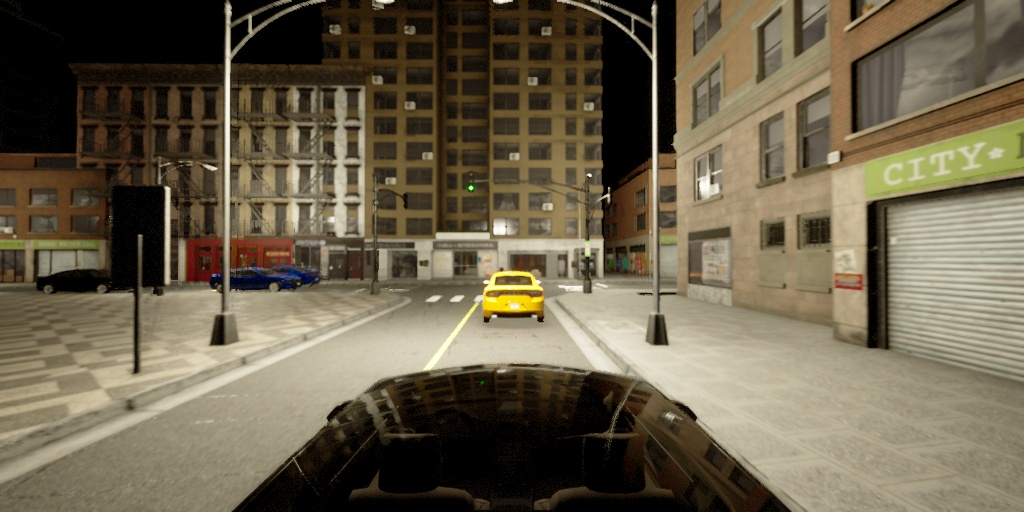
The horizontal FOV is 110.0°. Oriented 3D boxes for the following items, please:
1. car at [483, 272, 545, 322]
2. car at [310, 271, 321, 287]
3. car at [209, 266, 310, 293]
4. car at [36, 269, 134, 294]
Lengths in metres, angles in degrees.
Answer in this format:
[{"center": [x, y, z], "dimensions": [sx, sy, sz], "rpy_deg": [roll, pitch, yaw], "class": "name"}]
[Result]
[{"center": [0.012, 1.286, 12.583], "dimensions": [1.882, 1.535, 5.008], "rpy_deg": [0, 0, -1], "class": "car"}, {"center": [-16.070, 1.481, 25.021], "dimensions": [5.008, 1.535, 1.882], "rpy_deg": [0, -1, 0], "class": "car"}, {"center": [-15.540, 1.450, 21.931], "dimensions": [5.008, 1.535, 1.882], "rpy_deg": [0, 0, 0], "class": "car"}, {"center": [-25.513, 1.520, 21.785], "dimensions": [5.008, 1.535, 1.882], "rpy_deg": [0, 0, -1], "class": "car"}]
